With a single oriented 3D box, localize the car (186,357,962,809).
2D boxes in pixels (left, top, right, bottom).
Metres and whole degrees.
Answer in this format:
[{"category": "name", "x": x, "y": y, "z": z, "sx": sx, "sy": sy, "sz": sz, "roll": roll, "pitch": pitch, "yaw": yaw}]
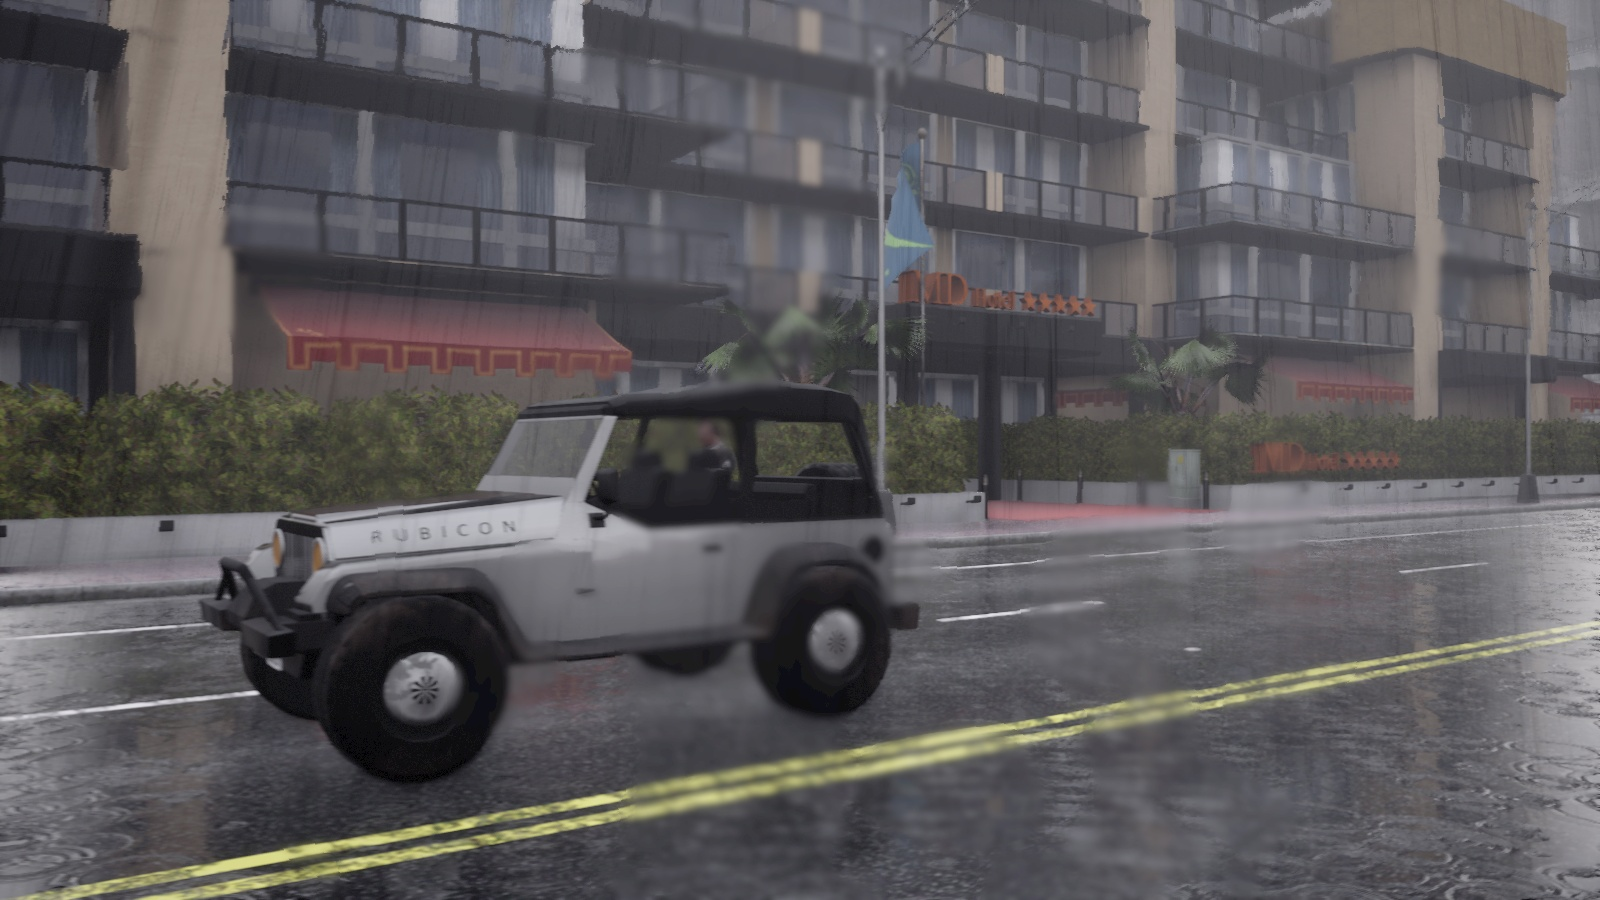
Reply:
[{"category": "car", "x": -1.178, "y": 0.545, "z": 7.106, "sx": 3.866, "sy": 1.878, "sz": 1.905, "roll": 0, "pitch": 0, "yaw": -35}]
